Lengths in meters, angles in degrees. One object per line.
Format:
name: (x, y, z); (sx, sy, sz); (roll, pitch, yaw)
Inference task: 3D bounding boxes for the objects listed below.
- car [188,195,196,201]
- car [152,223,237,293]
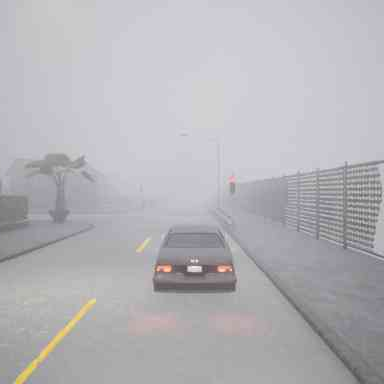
car: (0.083, 1.552, 86.644); (1.994, 1.385, 4.181); (0, 0, 0)
car: (0.072, 1.547, 8.994); (2.033, 1.411, 5.357); (0, 0, 1)
